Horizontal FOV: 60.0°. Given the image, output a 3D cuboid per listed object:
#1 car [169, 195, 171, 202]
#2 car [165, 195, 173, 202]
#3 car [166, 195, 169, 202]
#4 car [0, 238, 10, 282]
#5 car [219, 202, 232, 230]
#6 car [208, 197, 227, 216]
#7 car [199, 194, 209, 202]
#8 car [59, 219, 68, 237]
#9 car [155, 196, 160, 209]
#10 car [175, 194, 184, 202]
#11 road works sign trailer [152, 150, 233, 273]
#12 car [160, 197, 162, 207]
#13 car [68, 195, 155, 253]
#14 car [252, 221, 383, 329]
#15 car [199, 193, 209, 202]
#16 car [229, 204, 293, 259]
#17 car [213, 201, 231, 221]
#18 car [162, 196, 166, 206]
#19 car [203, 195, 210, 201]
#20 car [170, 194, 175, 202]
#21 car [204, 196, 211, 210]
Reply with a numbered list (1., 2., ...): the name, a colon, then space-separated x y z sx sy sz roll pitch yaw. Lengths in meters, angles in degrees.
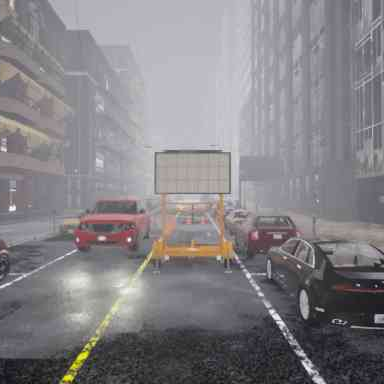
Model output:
1. car: -5.545 1.559 63.407 1.947 1.339 4.313 1 0 0
2. car: -5.509 1.509 80.191 1.752 1.417 4.829 1 0 0
3. car: -5.556 1.540 57.757 1.887 1.381 4.507 1 0 0
4. car: -5.662 1.442 6.891 1.967 1.590 4.097 1 0 0
5. car: 2.741 1.530 18.346 1.752 1.417 4.829 1 0 0
6. car: 2.765 1.444 29.478 1.967 1.590 4.097 1 0 0
7. car: 2.851 1.305 69.039 2.192 1.841 5.009 1 0 0
8. car: -5.640 1.530 18.025 1.752 1.417 4.829 1 0 0
9. car: -5.588 1.316 40.802 2.192 1.841 5.009 1 0 0
10. car: -2.838 1.490 76.874 1.837 1.490 4.892 0 0 0
11. road works sign trailer: 0.023 0.467 10.642 2.380 3.560 2.880 0 0 0
12. car: -5.580 1.525 46.283 1.752 1.417 4.829 1 0 0
13. car: -3.072 1.225 14.137 2.150 2.045 5.566 0 0 0
14. car: 2.716 1.553 6.872 2.008 1.369 4.403 1 0 0
15. car: 2.875 1.298 80.342 2.192 1.841 5.009 1 0 0
16. car: 2.730 1.444 12.525 1.967 1.590 4.097 1 0 0
17. car: 2.751 1.587 23.828 1.802 1.307 4.206 1 0 0
18. car: -5.567 1.437 52.104 1.967 1.590 4.097 1 0 0
19. car: 2.801 1.524 46.604 1.752 1.417 4.829 1 0 0
20. car: -5.521 1.532 74.711 1.887 1.381 4.507 1 0 0
21. car: 2.788 1.567 40.783 1.947 1.339 4.313 1 0 0
